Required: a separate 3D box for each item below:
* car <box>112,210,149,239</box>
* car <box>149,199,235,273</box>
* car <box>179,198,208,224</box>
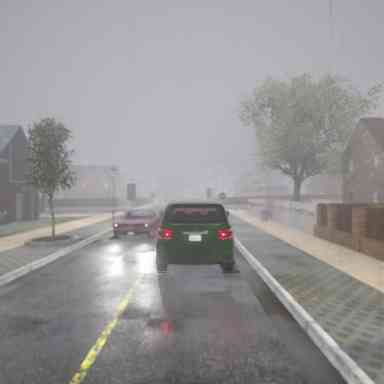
[{"bbox_3d":[-2.845,1.637,17.718,1.895,1.301,4.718,0,0,0],"label":"car"},{"bbox_3d":[0.092,1.241,10.912,2.150,2.045,5.566,0,0,0],"label":"car"},{"bbox_3d":[0.088,1.422,26.105,2.097,1.767,4.553,0,0,0],"label":"car"}]
